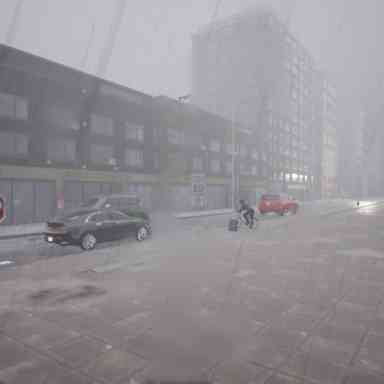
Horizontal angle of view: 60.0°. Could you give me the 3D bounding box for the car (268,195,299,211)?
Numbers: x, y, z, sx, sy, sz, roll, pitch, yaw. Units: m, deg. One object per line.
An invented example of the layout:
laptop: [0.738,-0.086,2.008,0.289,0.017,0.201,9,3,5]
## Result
car: [11.187,1.264,40.373,2.097,1.767,4.553,0,0,36]

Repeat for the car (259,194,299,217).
car: [8.204,1.159,31.155,2.150,2.045,5.566,0,0,35]

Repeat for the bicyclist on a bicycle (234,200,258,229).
bicyclist on a bicycle: [2.963,1.270,18.758,1.656,1.620,0.582,0,0,35]

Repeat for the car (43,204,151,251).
car: [-3.814,1.479,14.246,1.837,1.490,4.892,0,0,35]

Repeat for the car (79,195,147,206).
car: [-4.680,1.182,18.121,2.150,2.045,5.566,0,0,35]
